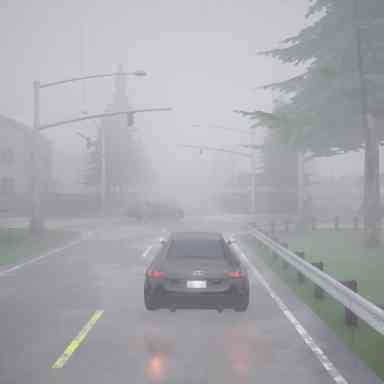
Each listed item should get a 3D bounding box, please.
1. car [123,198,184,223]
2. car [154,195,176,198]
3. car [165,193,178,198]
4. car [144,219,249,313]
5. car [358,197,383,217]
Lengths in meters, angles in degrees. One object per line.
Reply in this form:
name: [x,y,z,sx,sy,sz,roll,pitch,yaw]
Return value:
car: [-2.858,1.485,25.563,4.902,1.511,2.128,0,1,-39]
car: [-3.395,1.478,41.605,1.882,1.535,5.008,0,0,0]
car: [-3.340,1.221,52.262,2.150,2.045,5.566,0,0,0]
car: [0.101,1.564,7.755,1.994,1.385,4.181,0,0,1]
car: [16.087,1.206,26.047,5.566,2.045,2.150,0,0,1]
